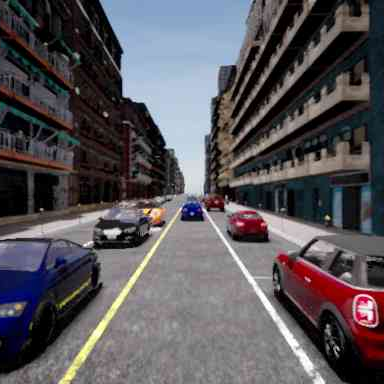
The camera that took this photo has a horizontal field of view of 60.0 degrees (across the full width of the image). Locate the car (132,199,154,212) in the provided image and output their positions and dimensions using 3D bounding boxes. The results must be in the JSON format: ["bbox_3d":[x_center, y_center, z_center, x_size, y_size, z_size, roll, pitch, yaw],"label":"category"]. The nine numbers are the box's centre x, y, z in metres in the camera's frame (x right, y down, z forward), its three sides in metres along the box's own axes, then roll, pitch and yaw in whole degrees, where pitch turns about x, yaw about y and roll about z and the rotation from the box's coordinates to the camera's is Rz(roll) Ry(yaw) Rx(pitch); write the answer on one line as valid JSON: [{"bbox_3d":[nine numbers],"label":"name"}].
[{"bbox_3d":[-5.677,1.506,38.860,1.887,1.381,4.507,1,0,0],"label":"car"}]

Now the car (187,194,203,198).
[{"bbox_3d":[0.074,1.307,44.561,2.097,1.767,4.553,0,0,0],"label":"car"}]

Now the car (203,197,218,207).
[{"bbox_3d":[2.706,1.518,49.891,1.947,1.339,4.313,1,0,0],"label":"car"}]

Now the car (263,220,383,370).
[{"bbox_3d":[2.700,1.434,5.704,1.967,1.590,4.097,1,0,0],"label":"car"}]

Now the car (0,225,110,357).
[{"bbox_3d":[-3.088,1.558,6.057,1.994,1.385,4.181,0,0,0],"label":"car"}]

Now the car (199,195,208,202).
[{"bbox_3d":[2.709,1.478,77.509,1.887,1.381,4.507,0,0,0],"label":"car"}]

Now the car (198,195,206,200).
[{"bbox_3d":[2.710,1.493,88.557,1.947,1.339,4.313,0,0,0],"label":"car"}]

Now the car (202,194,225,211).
[{"bbox_3d":[2.706,1.276,38.845,2.192,1.841,5.009,1,0,0],"label":"car"}]

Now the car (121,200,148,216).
[{"bbox_3d":[-5.678,1.517,33.337,2.008,1.369,4.403,1,0,0],"label":"car"}]

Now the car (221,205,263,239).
[{"bbox_3d":[2.700,1.564,16.751,1.802,1.307,4.206,1,0,0],"label":"car"}]

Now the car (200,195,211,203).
[{"bbox_3d":[2.709,1.380,66.462,1.967,1.590,4.097,1,0,0],"label":"car"}]

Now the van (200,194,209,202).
[{"bbox_3d":[2.710,1.277,71.985,1.690,1.788,3.998,1,0,0],"label":"van"}]

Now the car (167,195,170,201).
[{"bbox_3d":[-5.674,1.494,60.953,2.008,1.369,4.403,1,0,0],"label":"car"}]

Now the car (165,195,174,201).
[{"bbox_3d":[-5.671,1.481,83.047,2.008,1.369,4.403,1,0,0],"label":"car"}]

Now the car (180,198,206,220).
[{"bbox_3d":[0.018,1.497,27.789,1.812,1.442,4.674,0,0,0],"label":"car"}]

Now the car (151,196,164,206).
[{"bbox_3d":[-5.674,1.473,55.259,1.752,1.417,4.829,1,0,0],"label":"car"}]

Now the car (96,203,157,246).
[{"bbox_3d":[-3.087,1.476,15.293,2.128,1.511,4.902,0,0,0],"label":"car"}]

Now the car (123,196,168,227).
[{"bbox_3d":[-2.997,1.328,22.451,2.097,1.767,4.553,0,0,0],"label":"car"}]

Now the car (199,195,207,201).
[{"bbox_3d":[2.710,1.475,83.033,1.887,1.381,4.507,0,0,0],"label":"car"}]

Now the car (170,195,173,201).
[{"bbox_3d":[-5.672,1.484,77.524,2.008,1.369,4.403,1,0,0],"label":"car"}]
